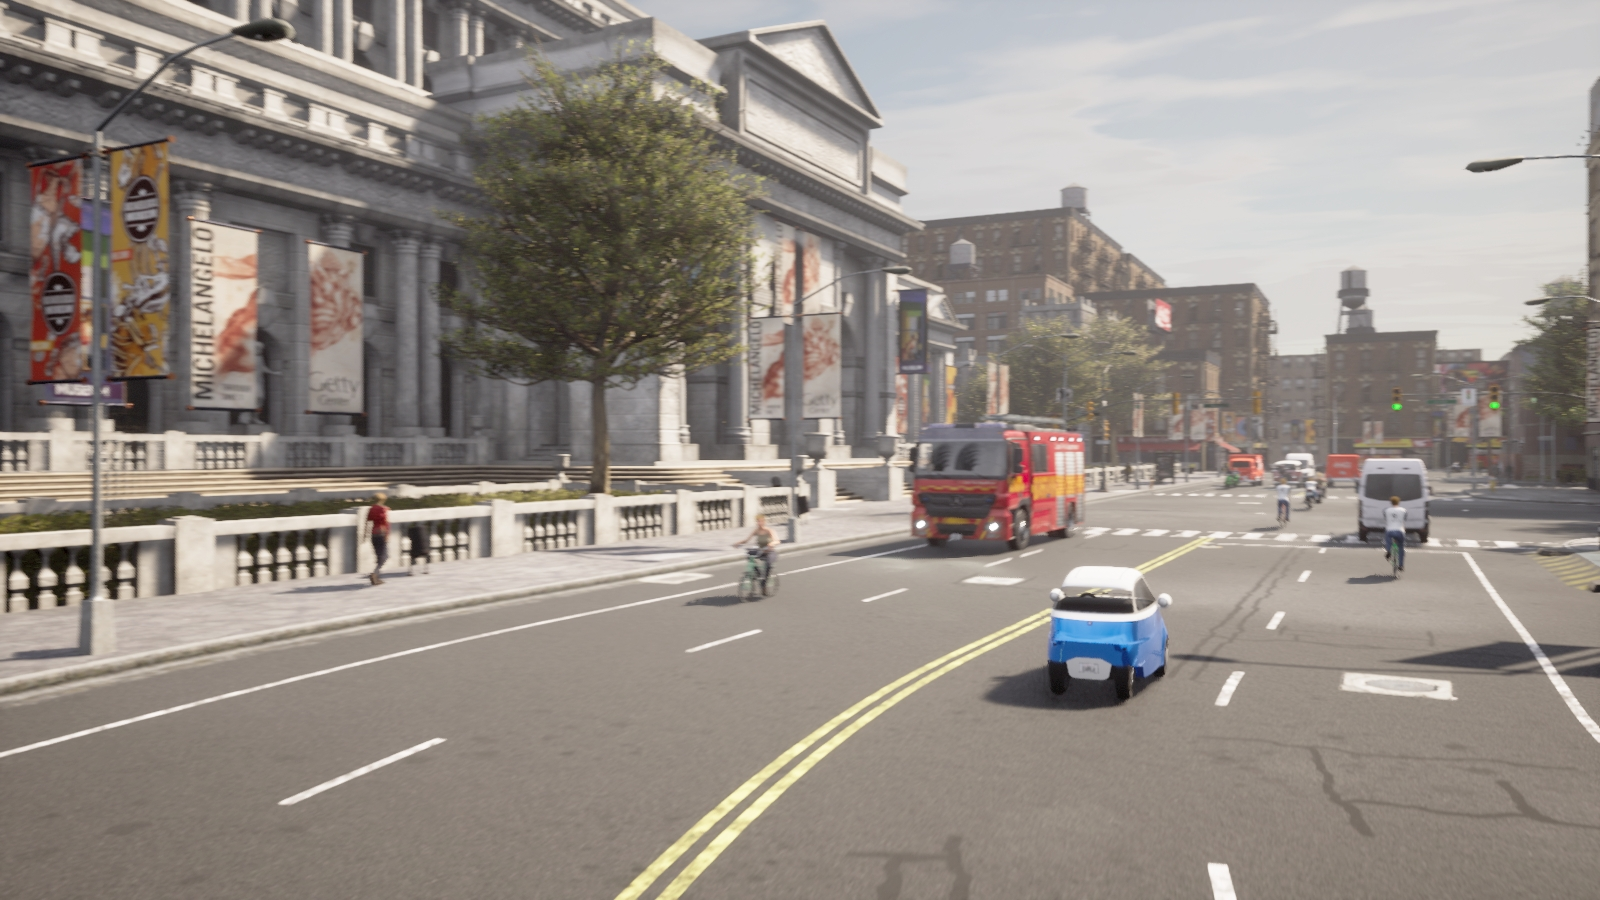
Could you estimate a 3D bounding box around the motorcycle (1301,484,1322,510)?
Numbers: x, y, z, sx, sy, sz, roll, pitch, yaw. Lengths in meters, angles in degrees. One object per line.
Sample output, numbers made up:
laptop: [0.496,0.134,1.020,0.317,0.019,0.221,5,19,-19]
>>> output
motorcycle: [24.437,2.244,54.606,0.803,1.145,2.033,0,0,27]

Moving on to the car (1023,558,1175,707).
car: [3.671,2.125,13.846,1.481,1.376,2.207,0,0,23]

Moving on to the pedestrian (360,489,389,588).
pedestrian: [-8.173,1.686,21.938,0.375,1.860,0.375,0,0,10]

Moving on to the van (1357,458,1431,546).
van: [19.201,1.559,36.962,1.988,2.561,5.915,0,0,27]

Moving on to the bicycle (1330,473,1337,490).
bicycle: [38.293,2.254,81.968,0.373,1.196,1.643,0,0,27]

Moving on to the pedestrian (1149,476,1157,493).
pedestrian: [22.985,2.258,74.454,0.500,1.100,0.500,0,0,19]

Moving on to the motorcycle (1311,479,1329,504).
motorcycle: [27.957,2.205,61.396,0.764,1.277,2.356,0,0,27]

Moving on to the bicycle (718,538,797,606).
bicycle: [-0.767,2.255,21.283,0.859,1.080,1.487,0,0,26]

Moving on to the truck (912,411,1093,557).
truck: [6.348,0.898,34.444,2.891,3.827,8.468,0,0,28]
